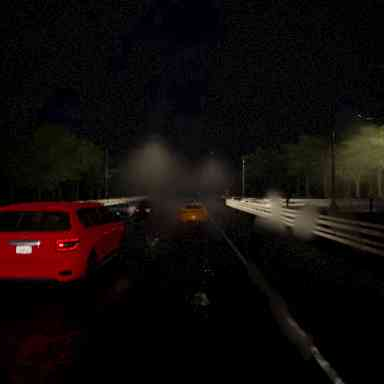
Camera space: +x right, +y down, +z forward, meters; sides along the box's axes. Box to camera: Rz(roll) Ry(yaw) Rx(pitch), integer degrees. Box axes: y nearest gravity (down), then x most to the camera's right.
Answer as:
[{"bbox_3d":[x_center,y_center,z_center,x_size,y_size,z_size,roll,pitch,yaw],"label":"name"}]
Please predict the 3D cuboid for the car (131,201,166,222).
[{"bbox_3d":[-3.386,1.490,27.667,2.097,1.767,4.553,0,0,0],"label":"car"}]

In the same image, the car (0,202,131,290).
[{"bbox_3d":[-3.395,1.275,9.416,2.150,2.045,5.566,0,0,0],"label":"car"}]

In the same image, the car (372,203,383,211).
[{"bbox_3d":[21.452,1.309,35.134,2.163,1.488,4.792,0,-1,-34],"label":"car"}]

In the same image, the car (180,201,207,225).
[{"bbox_3d":[0.113,1.604,25.228,1.882,1.535,5.008,0,0,0],"label":"car"}]

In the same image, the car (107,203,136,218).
[{"bbox_3d":[-6.881,1.763,33.125,1.895,1.301,4.718,0,0,0],"label":"car"}]

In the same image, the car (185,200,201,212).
[{"bbox_3d":[0.124,1.752,41.761,1.994,1.385,4.181,0,0,0],"label":"car"}]
